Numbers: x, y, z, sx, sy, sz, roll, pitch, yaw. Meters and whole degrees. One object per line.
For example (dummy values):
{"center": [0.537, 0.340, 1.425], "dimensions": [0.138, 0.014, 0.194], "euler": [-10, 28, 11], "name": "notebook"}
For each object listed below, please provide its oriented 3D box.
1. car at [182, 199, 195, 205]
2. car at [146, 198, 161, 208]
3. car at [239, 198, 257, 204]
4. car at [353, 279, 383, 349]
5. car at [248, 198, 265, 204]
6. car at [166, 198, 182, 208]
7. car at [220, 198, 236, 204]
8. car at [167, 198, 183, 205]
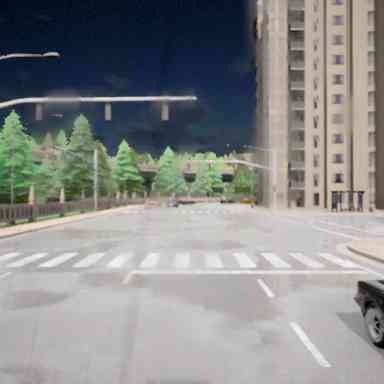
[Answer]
{"center": [-0.985, 2.219, 72.726], "dimensions": [1.895, 1.301, 4.718], "euler": [0, -1, 21], "name": "car"}
{"center": [-6.815, 1.854, 58.814], "dimensions": [2.097, 1.767, 4.553], "euler": [0, -1, 2], "name": "car"}
{"center": [13.790, 2.179, 81.206], "dimensions": [5.008, 1.535, 1.882], "euler": [0, -1, -37], "name": "car"}
{"center": [3.575, 1.632, 3.392], "dimensions": [1.895, 1.301, 4.718], "euler": [0, 0, 1], "name": "car"}
{"center": [16.892, 2.306, 87.245], "dimensions": [4.181, 1.385, 1.994], "euler": [0, -1, -24], "name": "car"}
{"center": [-3.377, 1.980, 57.030], "dimensions": [2.128, 1.511, 4.902], "euler": [0, 0, 1], "name": "car"}
{"center": [8.778, 2.225, 81.410], "dimensions": [4.674, 1.442, 1.812], "euler": [0, -1, -42], "name": "car"}
{"center": [-3.763, 2.143, 75.135], "dimensions": [1.837, 1.490, 4.892], "euler": [0, -1, 21], "name": "car"}
